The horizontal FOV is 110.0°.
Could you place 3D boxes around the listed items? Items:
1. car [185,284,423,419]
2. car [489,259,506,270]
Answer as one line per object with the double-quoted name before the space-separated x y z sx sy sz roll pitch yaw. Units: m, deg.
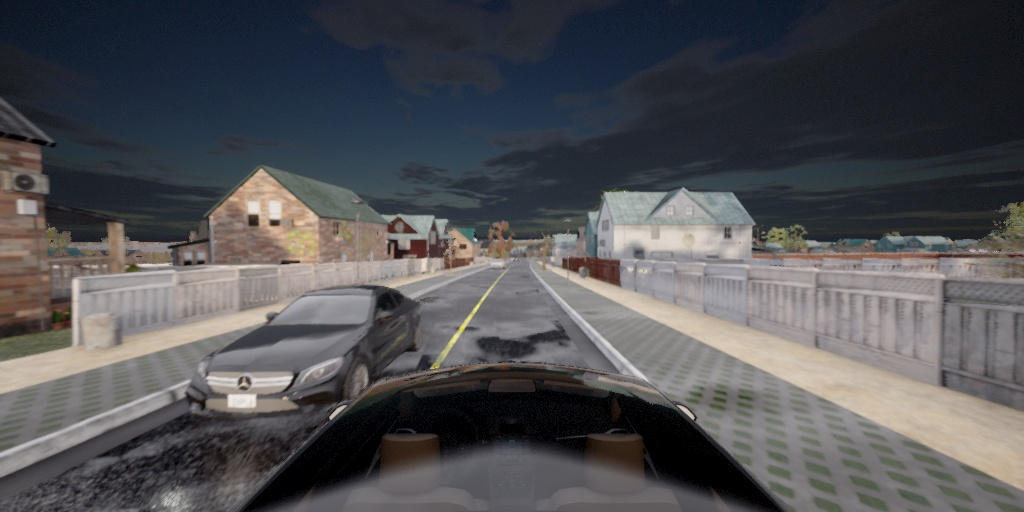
"car" -2.826 1.251 6.090 1.812 1.442 4.674 0 0 0
"car" -2.018 1.109 49.581 1.812 1.442 4.674 0 0 2
